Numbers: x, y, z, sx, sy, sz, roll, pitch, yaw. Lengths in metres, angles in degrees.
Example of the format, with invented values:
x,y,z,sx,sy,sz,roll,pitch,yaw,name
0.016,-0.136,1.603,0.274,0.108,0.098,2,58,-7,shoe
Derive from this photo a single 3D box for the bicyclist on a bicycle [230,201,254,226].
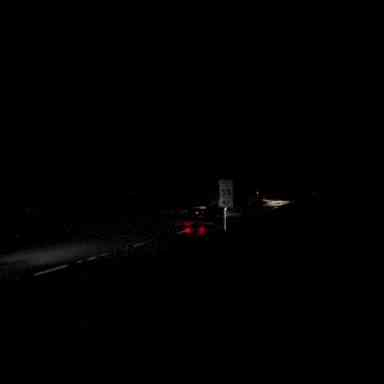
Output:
x,y,z,sx,sy,sz,roll,pitch,yaw,name
3.328,1.440,22.147,1.656,1.620,0.582,0,0,21,bicyclist on a bicycle

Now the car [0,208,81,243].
x,y,z,sx,sy,sz,roll,pitch,yaw,name
-7.496,1.445,15.464,1.895,1.301,4.718,1,1,24,car

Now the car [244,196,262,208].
x,y,z,sx,sy,sz,roll,pitch,yaw,name
8.489,1.343,46.169,1.882,1.535,5.008,1,1,21,car

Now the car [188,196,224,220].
x,y,z,sx,sy,sz,roll,pitch,yaw,name
1.271,1.391,27.604,2.128,1.511,4.902,1,1,21,car
